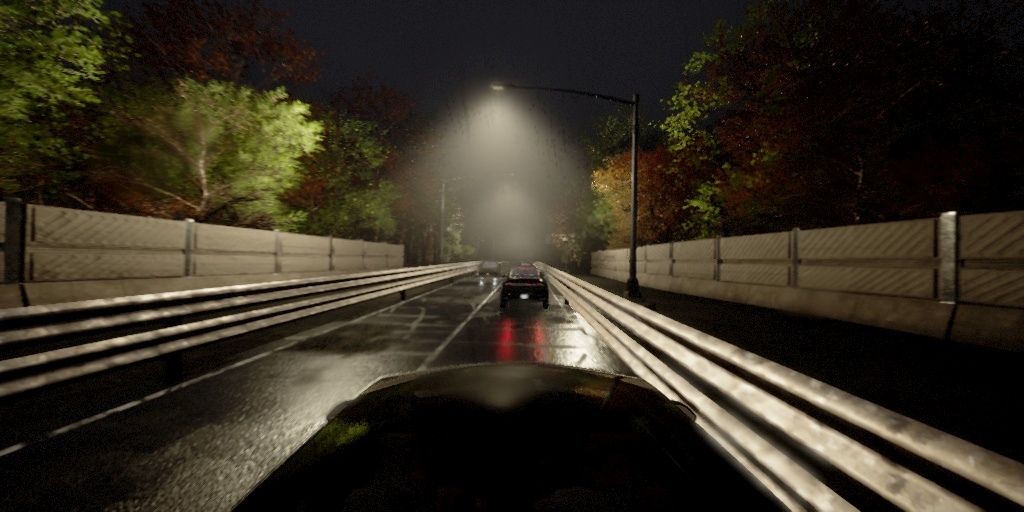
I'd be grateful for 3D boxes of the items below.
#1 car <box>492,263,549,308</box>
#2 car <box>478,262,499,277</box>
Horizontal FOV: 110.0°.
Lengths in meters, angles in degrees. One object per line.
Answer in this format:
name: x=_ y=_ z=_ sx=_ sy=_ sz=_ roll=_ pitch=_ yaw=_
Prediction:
car: x=0.537 y=1.250 z=15.359 sx=2.128 sy=1.511 sz=4.902 roll=1 pitch=0 yaw=2
car: x=-2.114 y=1.269 z=35.469 sx=2.033 sy=1.411 sz=5.357 roll=1 pitch=0 yaw=2
